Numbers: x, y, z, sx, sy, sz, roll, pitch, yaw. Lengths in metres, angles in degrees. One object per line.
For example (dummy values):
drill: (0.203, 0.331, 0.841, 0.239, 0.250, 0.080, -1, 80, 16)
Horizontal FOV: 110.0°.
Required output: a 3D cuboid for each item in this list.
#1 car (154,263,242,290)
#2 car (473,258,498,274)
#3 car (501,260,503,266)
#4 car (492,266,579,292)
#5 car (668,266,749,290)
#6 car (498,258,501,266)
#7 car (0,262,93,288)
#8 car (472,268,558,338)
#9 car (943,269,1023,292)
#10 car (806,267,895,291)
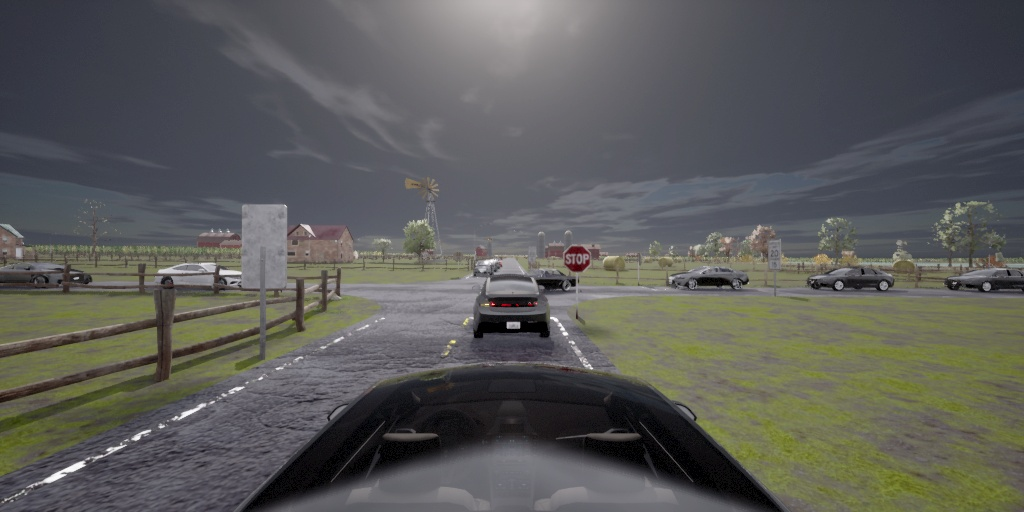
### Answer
car: (-17.244, 1.103, 20.149, 4.674, 1.442, 1.812, 1, -1, -1)
car: (-2.860, 1.243, 36.879, 2.128, 1.511, 4.902, 0, 0, 0)
car: (-2.823, 1.240, 55.867, 2.128, 1.511, 4.902, 0, 0, 0)
car: (1.499, 1.369, 20.239, 4.718, 1.301, 1.895, 1, 0, -35)
car: (12.797, 1.397, 23.468, 4.902, 1.511, 2.128, 1, -1, -2)
car: (-2.853, 1.241, 46.325, 2.128, 1.511, 4.902, 0, 0, 0)
car: (-26.364, 1.048, 20.027, 4.181, 1.385, 1.994, 1, -1, -1)
car: (-0.074, 1.256, 10.193, 1.837, 1.490, 4.892, 0, 0, -3)
car: (31.702, 1.587, 23.760, 4.892, 1.490, 1.837, 1, -1, -1)
car: (22.199, 1.499, 23.639, 4.892, 1.490, 1.837, 1, -1, -1)
